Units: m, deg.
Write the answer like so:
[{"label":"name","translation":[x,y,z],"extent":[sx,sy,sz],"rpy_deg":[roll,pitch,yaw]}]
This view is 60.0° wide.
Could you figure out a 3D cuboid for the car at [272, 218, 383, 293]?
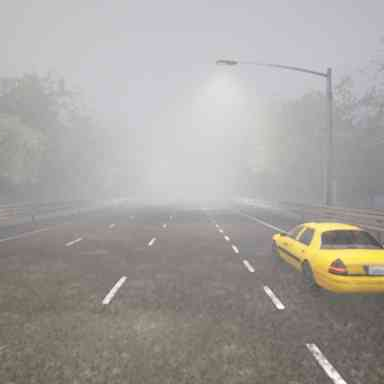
[{"label":"car","translation":[3.478,1.451,8.815],"extent":[1.801,1.575,5.366],"rpy_deg":[0,0,0]}]
